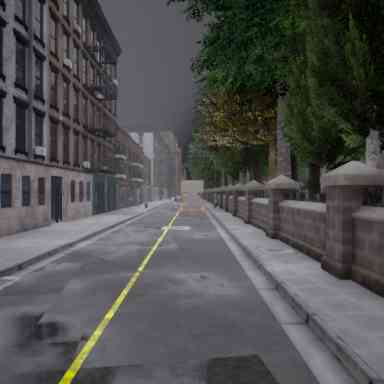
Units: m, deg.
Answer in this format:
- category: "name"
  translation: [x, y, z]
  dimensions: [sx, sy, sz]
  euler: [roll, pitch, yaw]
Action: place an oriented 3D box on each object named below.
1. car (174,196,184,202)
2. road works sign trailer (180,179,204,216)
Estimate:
- category: "car"
  translation: [-3.000, 1.584, 75.930]
  dimensions: [1.812, 1.442, 4.674]
  euler: [0, 0, 0]
- category: "road works sign trailer"
  translation: [0.001, 0.481, 33.099]
  dimensions: [2.380, 3.560, 2.880]
  euler: [0, 0, 0]
